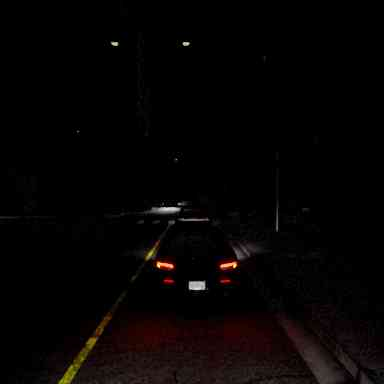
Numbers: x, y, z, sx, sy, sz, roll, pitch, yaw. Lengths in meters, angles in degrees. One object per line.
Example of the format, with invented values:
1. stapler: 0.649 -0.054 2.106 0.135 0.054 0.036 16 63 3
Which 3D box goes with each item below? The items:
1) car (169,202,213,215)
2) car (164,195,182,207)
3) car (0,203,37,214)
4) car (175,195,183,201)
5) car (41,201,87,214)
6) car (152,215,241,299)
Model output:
1. car: 0.097 1.489 17.671 2.128 1.511 4.902 0 0 1
2. car: -3.103 1.469 49.511 2.128 1.511 4.902 0 0 0
3. car: -19.858 1.757 37.433 4.507 1.381 1.887 -1 0 0
4. car: -3.019 1.445 79.762 1.837 1.490 4.892 0 0 0
5. car: -14.404 1.683 37.465 4.829 1.417 1.752 -1 0 0
6. car: 0.095 1.525 8.306 1.812 1.442 4.674 0 0 0
